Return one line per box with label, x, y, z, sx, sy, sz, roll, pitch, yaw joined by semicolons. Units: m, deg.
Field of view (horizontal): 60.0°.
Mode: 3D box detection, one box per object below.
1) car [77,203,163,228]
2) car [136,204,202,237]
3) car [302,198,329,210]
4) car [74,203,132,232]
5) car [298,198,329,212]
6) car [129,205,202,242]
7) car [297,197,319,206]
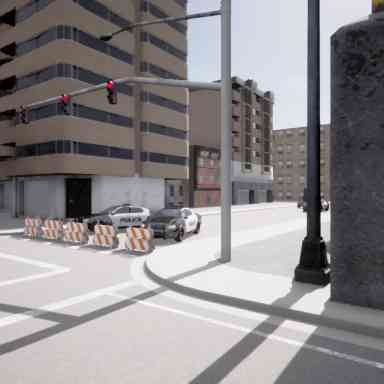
car;-4.122;1.295;19.276;4.536;1.218;1.853;0;0;-29
car;-0.960;1.295;16.616;1.853;1.218;4.536;0;0;16
car;14.324;1.295;38.389;1.853;1.218;4.536;0;0;36
car;-4.167;1.453;19.250;4.974;1.542;2.038;0;0;-29
car;14.294;1.453;38.347;2.038;1.542;4.974;0;0;36
car;-0.974;1.453;16.566;2.038;1.542;4.974;0;0;16
car;16.529;1.295;47.308;1.853;1.218;4.536;0;0;36
